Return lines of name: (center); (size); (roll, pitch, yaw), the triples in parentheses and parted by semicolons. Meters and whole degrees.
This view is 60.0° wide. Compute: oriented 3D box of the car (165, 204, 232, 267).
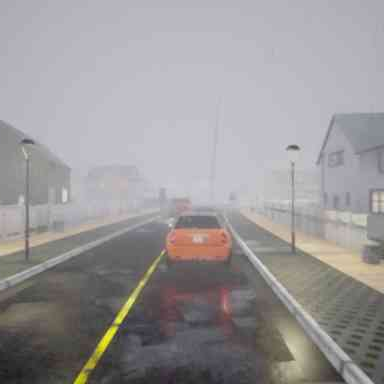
car: (0.274, 1.479, 12.149); (2.097, 1.767, 4.553); (0, -1, 2)

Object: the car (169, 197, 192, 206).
car: (-1.174, 1.598, 36.368); (2.150, 2.045, 5.566); (0, -1, 5)
